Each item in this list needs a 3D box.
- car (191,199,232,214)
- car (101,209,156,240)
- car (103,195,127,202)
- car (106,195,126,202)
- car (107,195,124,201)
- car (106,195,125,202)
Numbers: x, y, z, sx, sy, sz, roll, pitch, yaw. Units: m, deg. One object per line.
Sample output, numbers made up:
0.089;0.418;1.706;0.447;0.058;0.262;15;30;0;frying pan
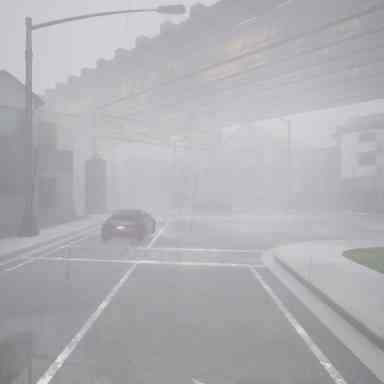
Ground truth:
2.080;1.478;36.071;1.882;1.535;5.008;0;0;-45;car
-3.082;1.564;16.902;1.994;1.385;4.181;0;0;3;car
-16.819;1.453;72.464;4.974;1.542;2.038;0;0;-15;car
-16.769;1.295;72.477;4.536;1.218;1.853;0;0;-15;car
-17.482;1.295;76.183;1.853;1.218;4.536;0;0;15;car
-17.496;1.453;76.133;2.038;1.542;4.974;0;0;15;car
